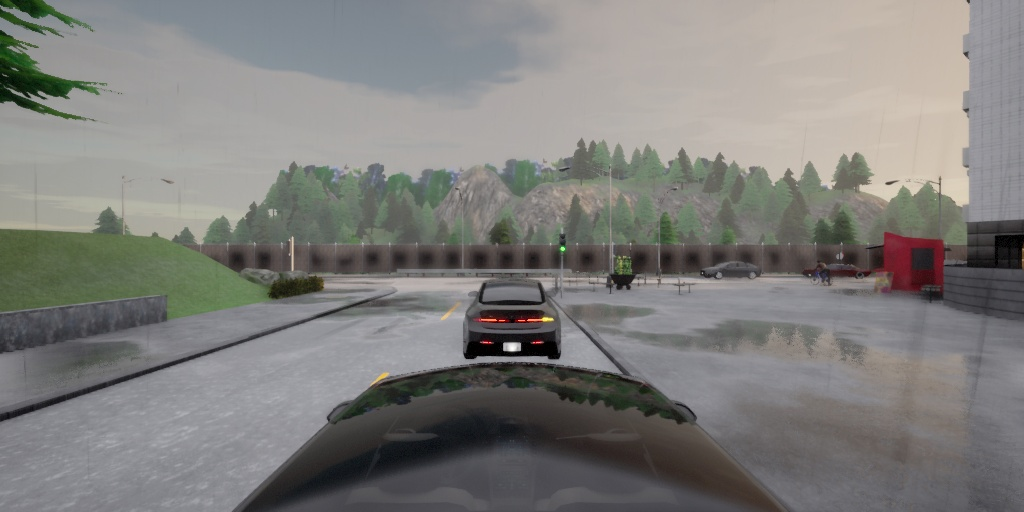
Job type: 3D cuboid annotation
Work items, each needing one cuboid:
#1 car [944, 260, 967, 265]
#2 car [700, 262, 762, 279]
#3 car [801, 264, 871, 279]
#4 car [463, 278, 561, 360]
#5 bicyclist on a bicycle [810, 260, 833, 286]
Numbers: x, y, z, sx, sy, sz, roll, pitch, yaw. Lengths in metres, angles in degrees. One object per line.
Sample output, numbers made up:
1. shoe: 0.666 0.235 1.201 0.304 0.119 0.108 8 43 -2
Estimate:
1. car: 38.601 1.102 31.513 4.553 1.767 2.097 0 0 0
2. car: 19.055 1.255 31.363 4.892 1.490 1.837 0 0 -1
3. car: 28.311 1.351 31.440 4.718 1.301 1.895 0 0 0
4. car: 0.001 1.255 8.348 1.837 1.490 4.892 0 0 0
5. bicyclist on a bicycle: 19.811 1.099 22.970 0.582 1.620 1.656 0 0 -1
